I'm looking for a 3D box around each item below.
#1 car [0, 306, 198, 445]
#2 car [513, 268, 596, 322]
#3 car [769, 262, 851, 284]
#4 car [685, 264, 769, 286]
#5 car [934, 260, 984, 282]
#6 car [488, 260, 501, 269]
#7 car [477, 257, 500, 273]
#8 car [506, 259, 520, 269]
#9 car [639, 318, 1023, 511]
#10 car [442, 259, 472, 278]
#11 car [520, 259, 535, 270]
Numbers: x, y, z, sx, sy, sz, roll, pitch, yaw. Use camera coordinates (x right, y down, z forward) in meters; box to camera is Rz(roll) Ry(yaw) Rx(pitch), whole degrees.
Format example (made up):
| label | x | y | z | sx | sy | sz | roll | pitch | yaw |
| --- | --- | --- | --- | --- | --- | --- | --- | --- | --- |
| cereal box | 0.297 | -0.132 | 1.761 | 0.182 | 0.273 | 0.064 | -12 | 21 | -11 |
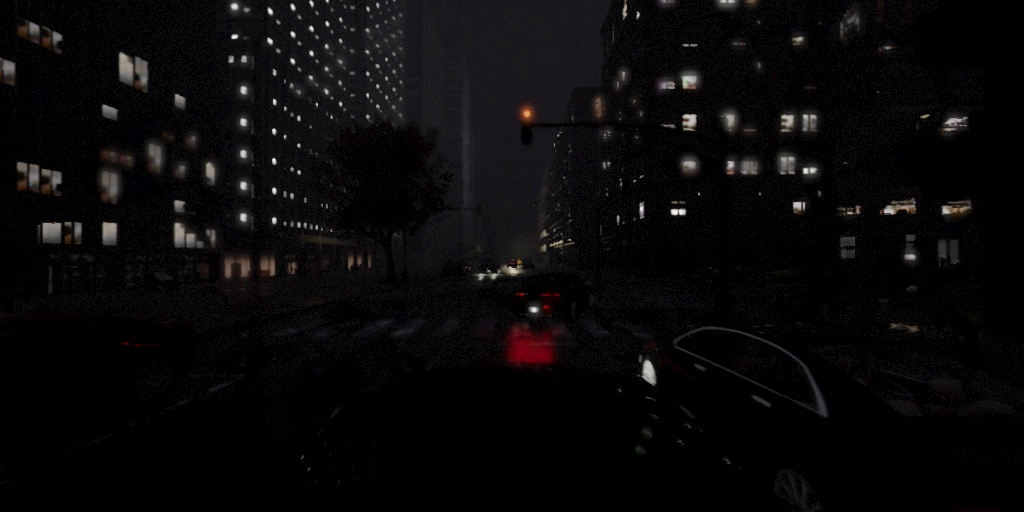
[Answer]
| label | x | y | z | sx | sy | sz | roll | pitch | yaw |
| --- | --- | --- | --- | --- | --- | --- | --- | --- | --- |
| car | -5.691 | 1.302 | 3.604 | 1.888 | 1.381 | 4.507 | 0 | 0 | 0 |
| car | 1.619 | 1.295 | 12.643 | 1.837 | 1.490 | 4.892 | -2 | 0 | 24 |
| car | 18.844 | 1.065 | 23.061 | 4.829 | 1.417 | 1.751 | 0 | 0 | -1 |
| car | 13.447 | 1.168 | 23.009 | 4.403 | 1.370 | 2.007 | 0 | 0 | -1 |
| car | 30.149 | 0.931 | 23.169 | 4.507 | 1.381 | 1.888 | 0 | 0 | -1 |
| car | -3.011 | 1.472 | 61.921 | 1.882 | 1.535 | 5.008 | 0 | 0 | 1 |
| car | -3.064 | 1.147 | 46.378 | 2.150 | 2.045 | 5.566 | 0 | 0 | 0 |
| car | 0.037 | 1.502 | 65.312 | 2.128 | 1.511 | 4.902 | 0 | 0 | 0 |
| car | 2.689 | 1.307 | 3.599 | 2.007 | 1.370 | 4.403 | 0 | 0 | 0 |
| car | -5.671 | 1.197 | 35.991 | 2.192 | 1.841 | 5.009 | 0 | 0 | 0 |
| car | 2.724 | 1.543 | 58.077 | 1.948 | 1.339 | 4.313 | 0 | 0 | 0 |
